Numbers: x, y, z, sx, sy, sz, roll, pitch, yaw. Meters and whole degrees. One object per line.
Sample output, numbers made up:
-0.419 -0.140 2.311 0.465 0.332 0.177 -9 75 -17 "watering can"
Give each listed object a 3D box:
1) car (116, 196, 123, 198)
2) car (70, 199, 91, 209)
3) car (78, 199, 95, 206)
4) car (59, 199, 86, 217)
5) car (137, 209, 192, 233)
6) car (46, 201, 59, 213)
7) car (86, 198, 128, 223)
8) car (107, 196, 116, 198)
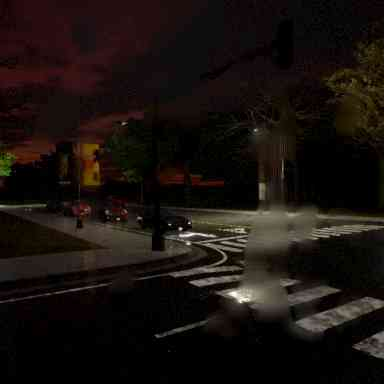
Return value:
-13.109 1.619 55.139 2.150 2.045 5.566 -1 0 -35 "car"
-19.674 2.077 58.688 2.033 1.411 5.357 -1 0 -35 "car"
-21.175 2.098 66.666 1.994 1.385 4.181 -1 0 -35 "car"
-13.105 1.811 37.824 2.097 1.767 4.553 -1 0 -35 "car"
-1.993 1.819 22.056 2.033 1.411 5.357 -1 0 -29 "car"
-18.865 2.034 46.126 1.882 1.535 5.008 -1 0 -35 "car"
-7.493 1.716 29.806 2.097 1.767 4.553 -1 0 -35 "car"
-13.810 1.781 50.379 2.097 1.767 4.553 -1 0 -35 "car"
